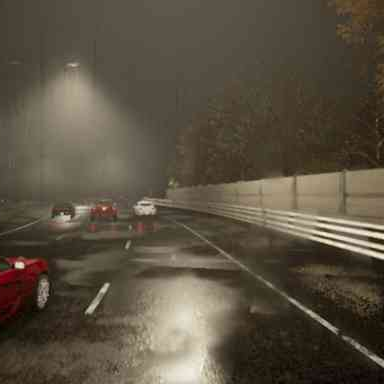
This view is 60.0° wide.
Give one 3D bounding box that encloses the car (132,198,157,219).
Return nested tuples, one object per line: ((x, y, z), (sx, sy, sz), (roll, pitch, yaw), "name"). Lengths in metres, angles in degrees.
((-4.387, 1.581, 30.307), (1.812, 1.442, 4.674), (0, 0, -15), "car")

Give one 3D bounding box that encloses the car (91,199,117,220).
((-7.747, 1.429, 29.306), (2.097, 1.767, 4.553), (0, 0, -15), "car")

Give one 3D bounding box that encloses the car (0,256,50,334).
((-3.674, 1.506, 4.652), (1.882, 1.535, 5.008), (0, 0, -3), "car")

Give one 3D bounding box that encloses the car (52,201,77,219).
((-11.798, 1.610, 30.729), (1.837, 1.490, 4.892), (0, 0, -17), "car")
